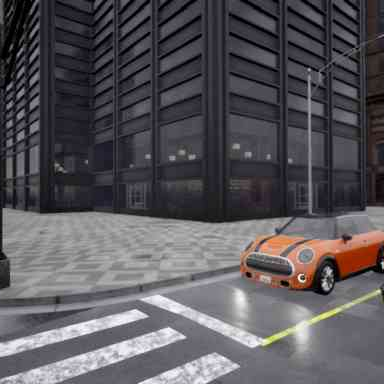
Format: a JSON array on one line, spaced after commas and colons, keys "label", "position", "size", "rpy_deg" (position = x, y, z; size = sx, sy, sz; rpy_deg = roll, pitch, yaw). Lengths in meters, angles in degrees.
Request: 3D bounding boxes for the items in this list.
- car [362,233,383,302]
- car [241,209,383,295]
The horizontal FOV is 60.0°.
[{"label": "car", "position": [5.867, 1.545, 6.927], "size": [5.357, 1.411, 2.033], "rpy_deg": [0, 0, -39]}, {"label": "car", "position": [3.399, 1.378, 8.922], "size": [4.553, 1.767, 2.097], "rpy_deg": [0, 0, -39]}]
